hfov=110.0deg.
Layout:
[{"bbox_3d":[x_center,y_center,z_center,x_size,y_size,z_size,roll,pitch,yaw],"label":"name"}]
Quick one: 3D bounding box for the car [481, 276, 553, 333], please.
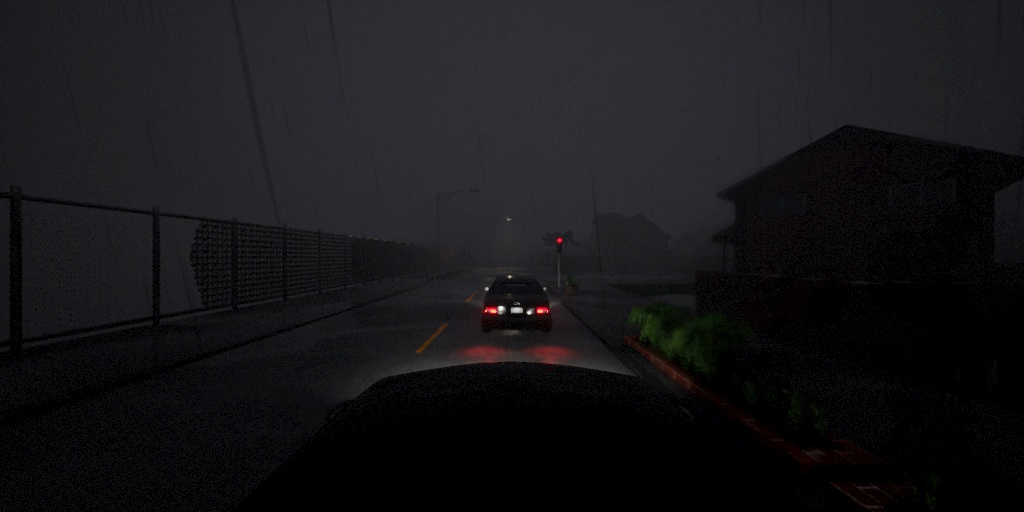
[{"bbox_3d":[0.116,1.303,10.780,2.033,1.411,5.357,0,0,0],"label":"car"}]
